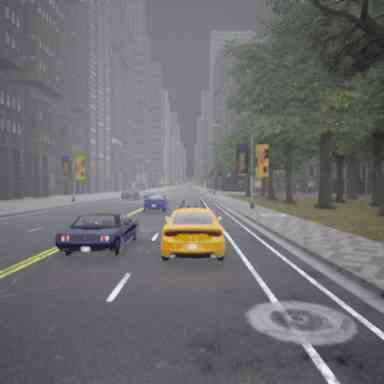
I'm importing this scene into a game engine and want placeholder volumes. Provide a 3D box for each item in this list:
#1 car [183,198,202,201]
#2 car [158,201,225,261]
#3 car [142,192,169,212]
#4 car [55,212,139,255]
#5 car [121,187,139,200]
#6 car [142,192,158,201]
[{"bbox_3d":[0.057,1.114,27.244,1.895,1.301,4.718,0,1,0],"label":"car"},{"bbox_3d":[0.052,1.284,11.522,1.882,1.535,5.008,0,1,1],"label":"car"},{"bbox_3d":[-3.180,0.934,30.220,1.882,1.535,5.008,0,1,0],"label":"car"},{"bbox_3d":[-3.190,1.395,12.263,1.895,1.301,4.718,0,1,0],"label":"car"},{"bbox_3d":[-9.820,0.238,53.218,2.150,2.045,5.566,0,1,0],"label":"car"},{"bbox_3d":[-6.583,0.638,52.155,1.895,1.301,4.718,0,1,0],"label":"car"}]
